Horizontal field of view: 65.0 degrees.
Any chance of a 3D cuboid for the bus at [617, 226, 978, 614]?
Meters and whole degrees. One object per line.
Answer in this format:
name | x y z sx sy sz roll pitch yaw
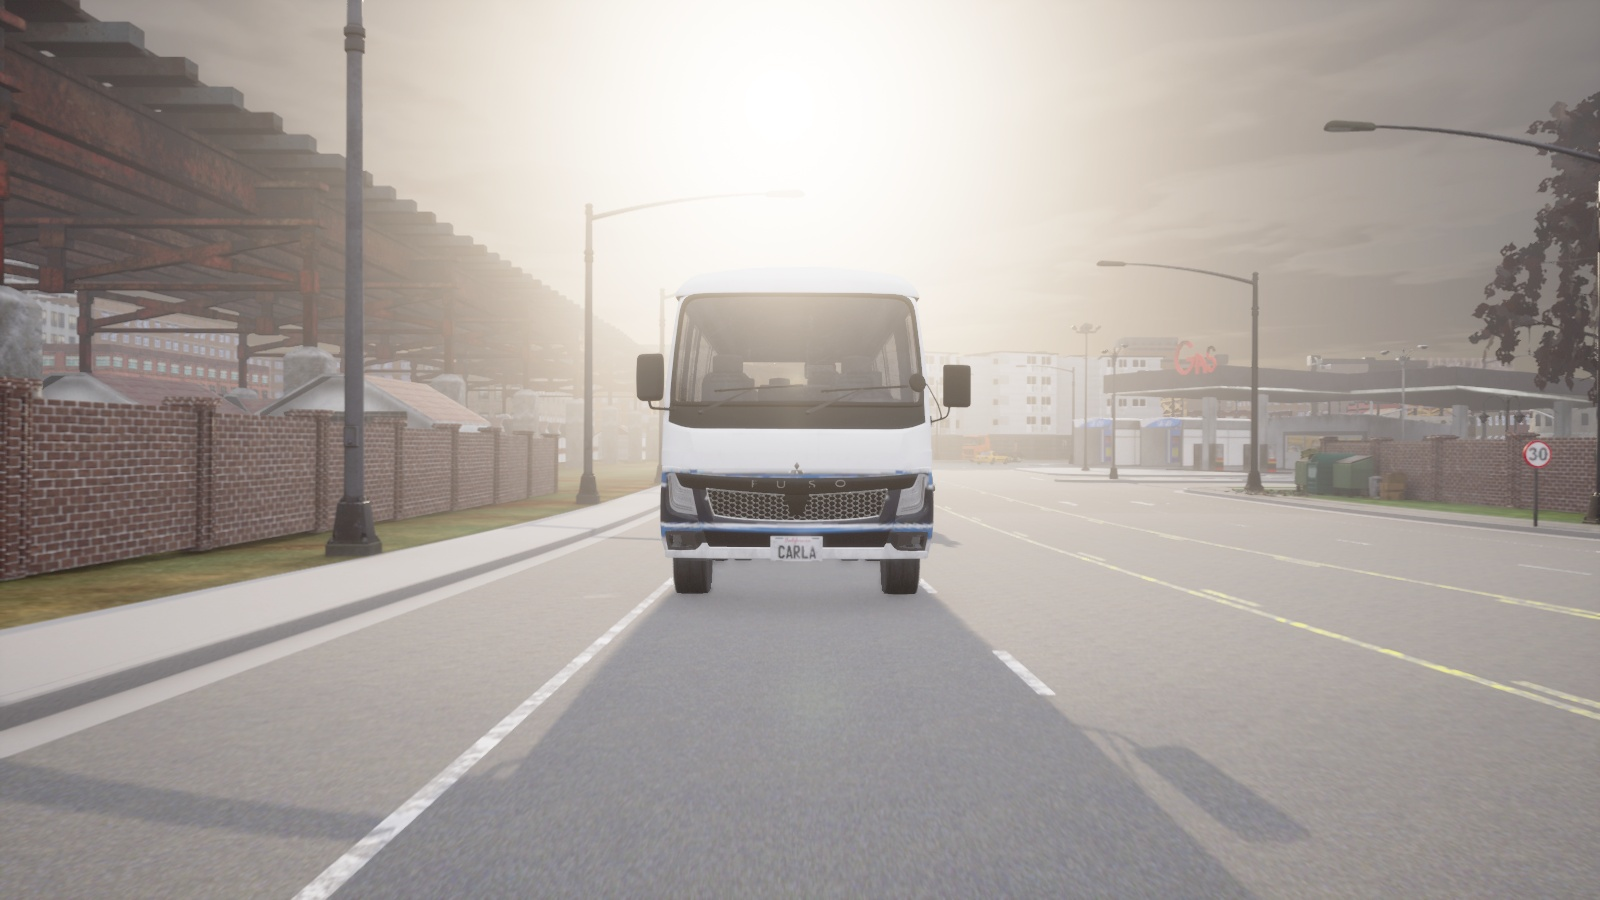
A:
bus | -0.047 -0.250 18.915 3.944 4.253 10.273 0 -1 0
